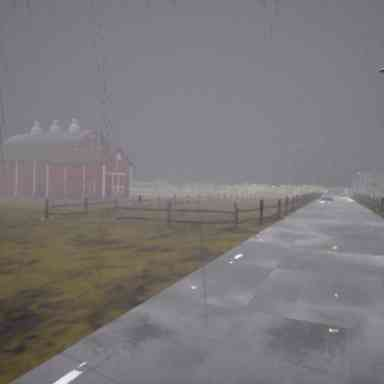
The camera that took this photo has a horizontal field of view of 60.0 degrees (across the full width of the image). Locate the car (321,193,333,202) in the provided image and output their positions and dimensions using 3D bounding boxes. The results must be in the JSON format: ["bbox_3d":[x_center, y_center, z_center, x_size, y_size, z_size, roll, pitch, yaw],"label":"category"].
[{"bbox_3d":[23.283,0.882,57.186,2.033,1.411,5.357,2,1,23],"label":"car"}]
